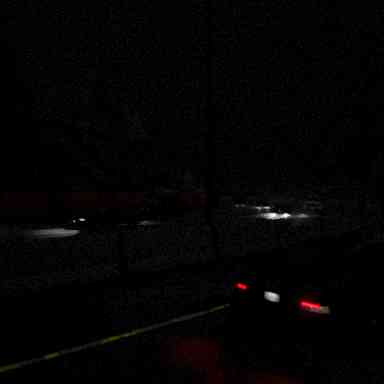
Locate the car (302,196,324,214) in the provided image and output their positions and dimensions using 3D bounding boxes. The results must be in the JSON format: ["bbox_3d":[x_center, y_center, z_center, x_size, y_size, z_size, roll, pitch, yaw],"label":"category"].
[{"bbox_3d":[14.398,1.448,39.383,2.150,2.045,5.566,0,0,23],"label":"car"}]

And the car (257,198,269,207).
[{"bbox_3d":[12.649,1.838,58.901,1.837,1.490,4.892,0,0,8],"label":"car"}]

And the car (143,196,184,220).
[{"bbox_3d":[-3.039,1.389,30.443,2.150,2.045,5.566,0,0,38],"label":"car"}]

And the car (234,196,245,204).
[{"bbox_3d":[9.765,1.638,69.131,2.033,1.411,5.357,0,0,0],"label":"car"}]

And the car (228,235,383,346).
[{"bbox_3d":[3.073,1.586,6.484,5.357,1.411,2.033,0,0,-41],"label":"car"}]

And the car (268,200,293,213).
[{"bbox_3d":[10.903,1.830,40.093,1.895,1.301,4.718,0,0,24],"label":"car"}]

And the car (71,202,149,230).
[{"bbox_3d":[-5.631,1.627,22.489,4.892,1.490,1.837,0,0,-45],"label":"car"}]
